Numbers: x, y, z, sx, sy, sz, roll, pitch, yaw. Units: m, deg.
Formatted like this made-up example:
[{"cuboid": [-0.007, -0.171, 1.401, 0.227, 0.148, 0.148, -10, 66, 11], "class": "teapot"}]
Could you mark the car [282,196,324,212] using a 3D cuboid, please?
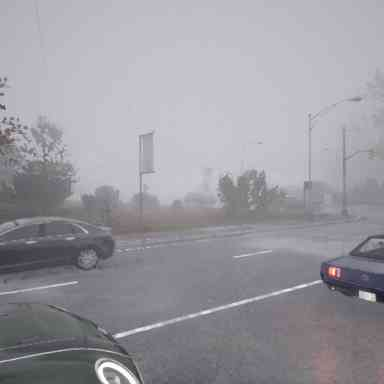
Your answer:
[{"cuboid": [11.707, 1.277, 35.844, 2.128, 1.511, 4.902, -1, 0, -39], "class": "car"}]

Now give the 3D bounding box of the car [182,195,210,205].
[{"cuboid": [0.605, 1.257, 55.346, 2.128, 1.511, 4.902, -1, 0, -38], "class": "car"}]

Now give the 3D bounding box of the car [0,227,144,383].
[{"cuboid": [-2.502, 1.352, 1.938, 4.553, 1.767, 2.097, 0, 0, -36], "class": "car"}]

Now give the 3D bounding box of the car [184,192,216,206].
[{"cuboid": [1.117, 1.016, 49.084, 2.150, 2.045, 5.566, -1, 0, -39], "class": "car"}]

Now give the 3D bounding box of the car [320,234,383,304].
[{"cuboid": [4.969, 1.573, 7.276, 4.718, 1.301, 1.895, 0, 0, -35], "class": "car"}]

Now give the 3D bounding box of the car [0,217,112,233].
[{"cuboid": [-4.595, 1.503, 9.302, 4.892, 1.490, 1.837, 0, 0, -35], "class": "car"}]

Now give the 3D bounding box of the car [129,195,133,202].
[{"cuboid": [-10.280, 1.319, 63.500, 1.837, 1.490, 4.892, -1, 0, -38], "class": "car"}]

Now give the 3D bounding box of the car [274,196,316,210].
[{"cuboid": [12.451, 1.283, 40.529, 1.812, 1.442, 4.674, -1, 1, -39], "class": "car"}]
